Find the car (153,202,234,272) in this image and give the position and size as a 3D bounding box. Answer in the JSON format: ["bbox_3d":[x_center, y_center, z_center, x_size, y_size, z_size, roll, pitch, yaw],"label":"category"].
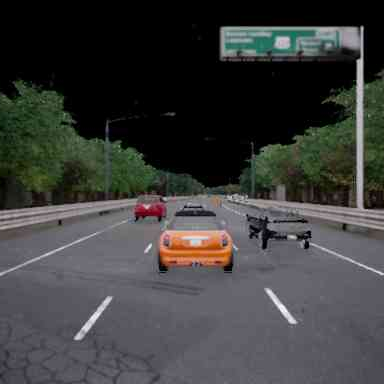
[{"bbox_3d":[0.098,1.370,11.014,2.097,1.767,4.553,0,0,0],"label":"car"}]

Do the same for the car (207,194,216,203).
[{"bbox_3d":[4.707,1.493,79.649,2.150,2.045,5.566,0,-1,3],"label":"car"}]

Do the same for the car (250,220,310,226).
[{"bbox_3d":[3.495,1.379,14.056,2.128,1.511,4.902,0,0,0],"label":"car"}]

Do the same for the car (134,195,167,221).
[{"bbox_3d":[-3.396,1.292,27.881,2.150,2.045,5.566,0,0,0],"label":"car"}]

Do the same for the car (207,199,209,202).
[{"bbox_3d":[0.092,1.565,28.549,2.128,1.511,4.902,0,0,0],"label":"car"}]

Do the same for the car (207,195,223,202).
[{"bbox_3d":[3.865,1.434,57.793,2.097,1.767,4.553,0,0,2],"label":"car"}]
